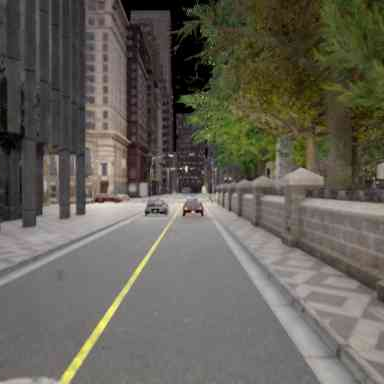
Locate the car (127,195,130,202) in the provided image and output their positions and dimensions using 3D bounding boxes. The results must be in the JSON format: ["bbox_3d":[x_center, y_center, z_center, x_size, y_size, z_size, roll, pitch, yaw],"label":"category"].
[{"bbox_3d":[-14.846,1.240,68.028,4.097,1.590,1.967,-1,1,0],"label":"car"}]

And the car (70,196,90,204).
[{"bbox_3d":[-20.233,1.470,59.522,4.829,1.417,1.752,-1,1,0],"label":"car"}]

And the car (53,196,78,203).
[{"bbox_3d":[-25.924,1.514,68.068,4.313,1.339,1.947,-1,1,0],"label":"car"}]

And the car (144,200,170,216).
[{"bbox_3d":[-3.067,1.403,29.856,1.994,1.385,4.181,0,0,0],"label":"car"}]

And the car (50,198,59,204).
[{"bbox_3d":[-25.773,1.544,59.541,4.829,1.417,1.752,-1,1,0],"label":"car"}]

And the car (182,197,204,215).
[{"bbox_3d":[0.105,1.433,30.967,1.895,1.301,4.718,0,0,0],"label":"car"}]

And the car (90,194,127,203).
[{"bbox_3d":[-14.866,1.187,59.500,5.009,1.841,2.192,-1,1,0],"label":"car"}]
